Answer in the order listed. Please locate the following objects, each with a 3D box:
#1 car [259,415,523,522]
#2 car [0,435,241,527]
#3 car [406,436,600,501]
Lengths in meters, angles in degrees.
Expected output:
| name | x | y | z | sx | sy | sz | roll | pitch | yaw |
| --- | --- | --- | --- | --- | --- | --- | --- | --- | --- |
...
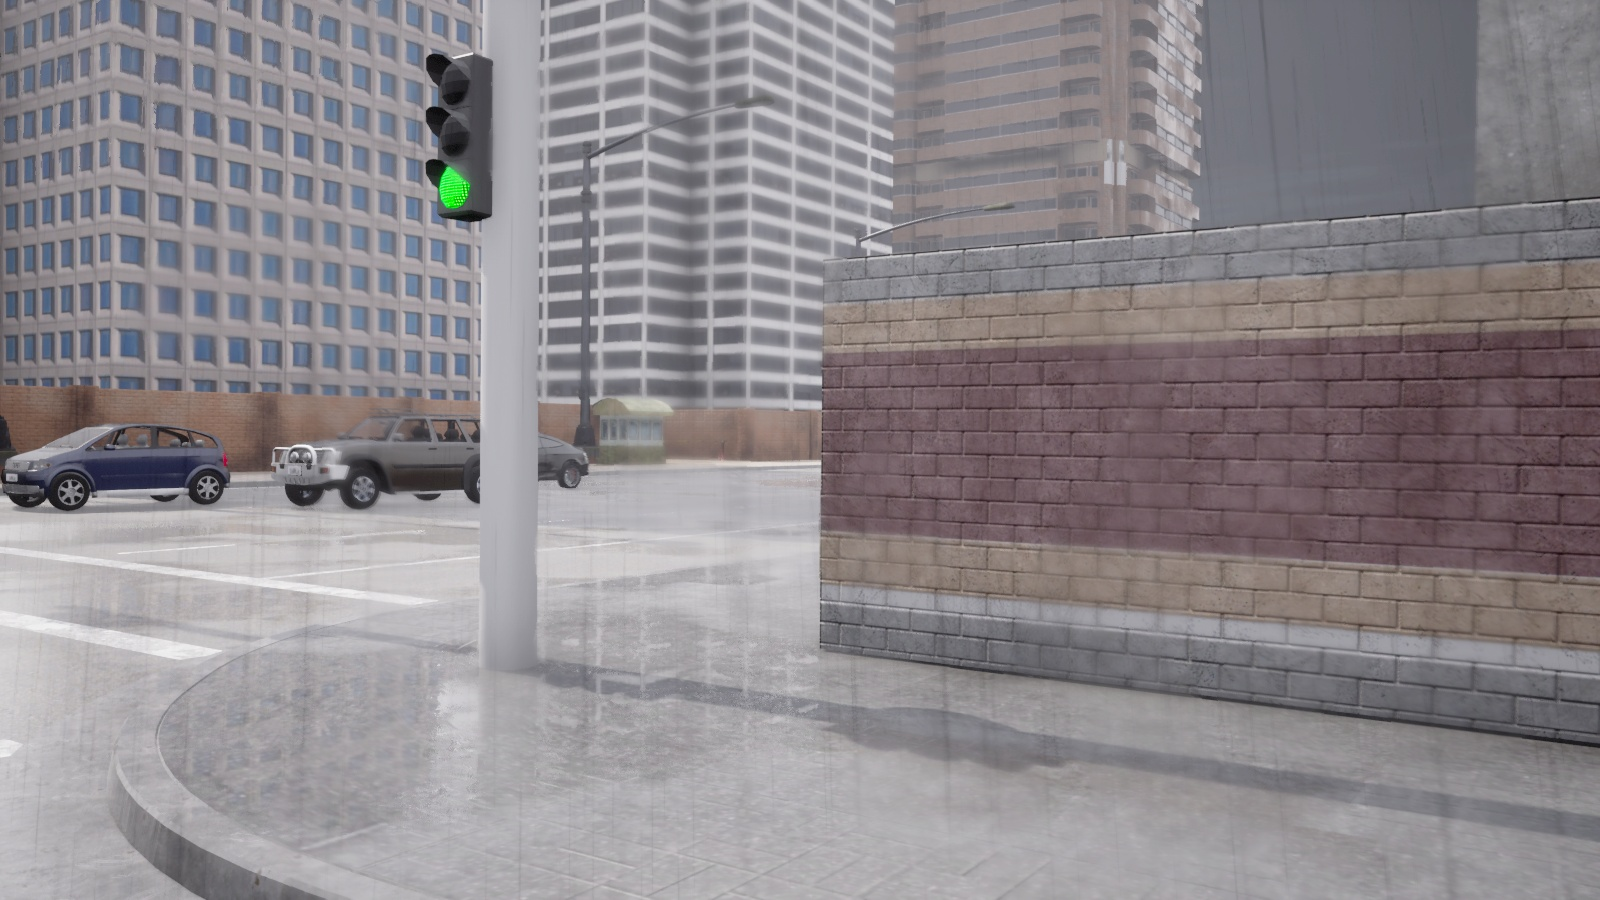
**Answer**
| name | x | y | z | sx | sy | sz | roll | pitch | yaw |
| --- | --- | --- | --- | --- | --- | --- | --- | --- | --- |
| car | -7.761 | 0.287 | 24.273 | 1.932 | 1.855 | 4.605 | 0 | 1 | 34 |
| car | -12.628 | 0.506 | 23.310 | 1.789 | 1.549 | 3.705 | 0 | 1 | 34 |
| car | -7.275 | 0.397 | 31.232 | 1.812 | 1.442 | 4.674 | 0 | 1 | 34 |
